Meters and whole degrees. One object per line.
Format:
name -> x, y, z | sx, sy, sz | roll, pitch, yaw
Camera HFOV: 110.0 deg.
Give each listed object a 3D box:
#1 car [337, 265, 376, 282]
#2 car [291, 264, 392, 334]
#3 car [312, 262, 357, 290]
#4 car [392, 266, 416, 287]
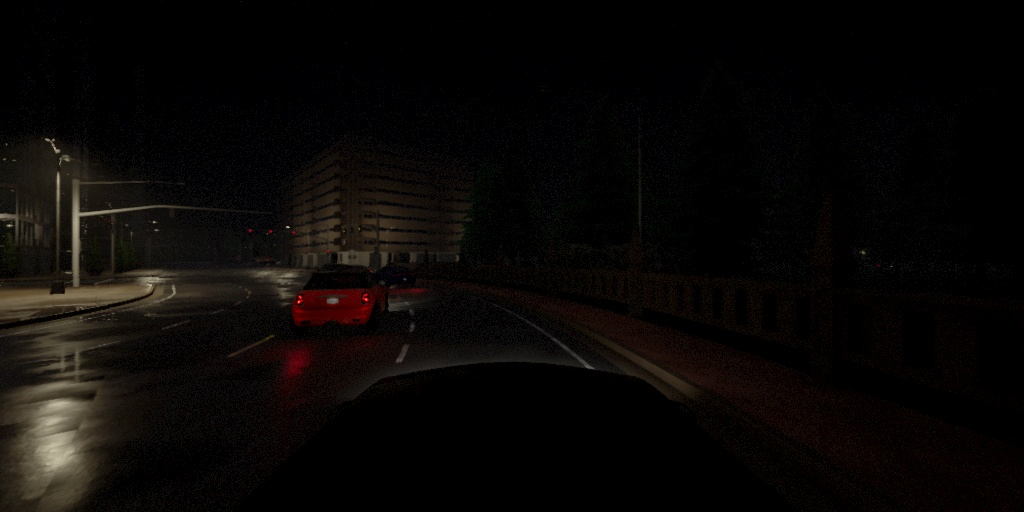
car -> -14.594, 1.585, 33.465 | 1.812, 1.442, 4.674 | 0, -1, -43
car -> -5.185, 1.201, 11.369 | 2.097, 1.767, 4.553 | 0, 0, -14
car -> -12.986, 1.349, 26.069 | 2.097, 1.767, 4.553 | 0, 0, -38
car -> -8.685, 1.454, 26.169 | 1.882, 1.535, 5.008 | 0, -1, -36
